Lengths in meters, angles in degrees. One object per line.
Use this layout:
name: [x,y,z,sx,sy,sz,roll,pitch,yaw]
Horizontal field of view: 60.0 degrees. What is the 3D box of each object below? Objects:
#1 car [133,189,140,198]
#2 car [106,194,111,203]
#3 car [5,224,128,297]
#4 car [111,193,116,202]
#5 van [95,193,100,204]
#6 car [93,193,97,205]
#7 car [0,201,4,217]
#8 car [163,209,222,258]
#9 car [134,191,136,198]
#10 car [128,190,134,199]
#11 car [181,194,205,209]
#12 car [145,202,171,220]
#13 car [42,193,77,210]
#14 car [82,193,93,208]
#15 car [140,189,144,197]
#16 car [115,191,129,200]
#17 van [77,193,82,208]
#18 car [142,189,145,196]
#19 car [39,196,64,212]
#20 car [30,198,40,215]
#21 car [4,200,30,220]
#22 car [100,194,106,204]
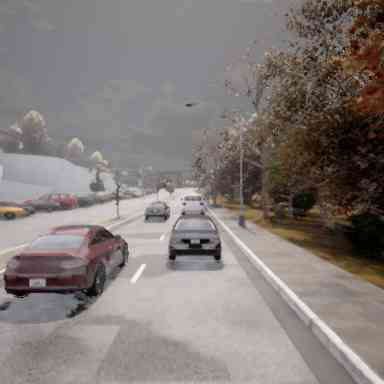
car: [-16.819,0.692,84.293,5.566,2.045,2.435,-1,1,-20]
car: [-16.852,1.293,57.258,4.674,1.452,2.002,-1,1,-20]
car: [-2.913,1.555,8.566,1.812,1.442,4.674,0,0,0]
car: [-16.829,1.249,60.276,4.792,1.488,2.163,-1,0,-20]
van: [-16.971,1.094,51.248,4.442,1.987,1.878,-1,1,-20]
car: [-16.856,1.351,48.311,4.892,1.521,2.231,-1,1,-20]
car: [-16.901,1.575,24.422,4.792,1.488,2.163,-1,0,-20]
car: [0.098,1.591,12.847,2.033,1.411,5.357,0,0,0]
car: [-16.848,1.023,81.278,4.674,1.452,2.002,-1,1,-20]
car: [-17.017,1.022,78.204,5.366,1.575,1.946,-1,1,-20]
car: [0.097,1.228,32.919,2.150,2.045,5.566,0,0,0]
car: [-2.902,1.578,28.732,2.033,1.411,5.357,0,0,0]
car: [-16.896,1.195,39.344,5.566,2.045,2.435,-1,1,-20]
car: [-16.842,1.131,45.340,5.566,2.045,2.435,-1,0,-20]
car: [-16.667,0.836,90.350,5.366,1.575,1.946,-1,1,-20]
car: [-16.823,1.119,72.281,4.792,1.488,2.163,-1,0,-20]
van: [-16.760,1.187,42.387,4.442,1.987,1.878,-1,0,-20]
car: [-16.866,0.535,93.272,5.566,2.045,2.435,-1,1,-20]
car: [-16.864,1.513,36.376,4.674,1.452,2.002,-1,1,-20]
car: [-16.844,1.547,30.419,4.792,1.488,2.163,-1,0,-20]
car: [-16.701,1.527,27.491,5.366,1.575,1.946,-1,0,-20]
car: [-16.831,1.159,54.284,4.553,1.767,2.185,-1,1,-20]
